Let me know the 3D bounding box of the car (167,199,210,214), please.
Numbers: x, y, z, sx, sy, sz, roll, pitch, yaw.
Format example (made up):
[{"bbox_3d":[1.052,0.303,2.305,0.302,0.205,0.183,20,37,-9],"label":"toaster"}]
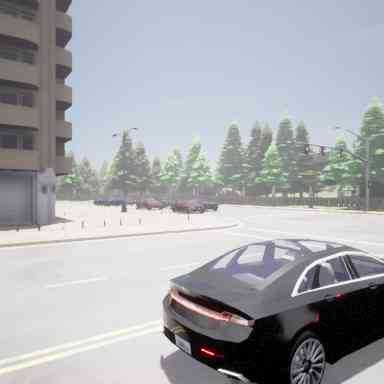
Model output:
[{"bbox_3d":[-0.405,1.508,34.929,1.994,1.385,4.181,0,0,-35],"label":"car"}]

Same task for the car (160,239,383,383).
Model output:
[{"bbox_3d":[1.880,1.492,5.129,4.902,1.511,2.128,0,0,-35],"label":"car"}]

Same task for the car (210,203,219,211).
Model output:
[{"bbox_3d":[1.063,1.545,38.971,1.895,1.301,4.718,0,0,-35],"label":"car"}]

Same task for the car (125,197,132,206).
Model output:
[{"bbox_3d":[-11.167,1.470,54.263,4.674,1.442,1.812,0,0,41],"label":"car"}]

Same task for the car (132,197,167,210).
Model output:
[{"bbox_3d":[-5.444,1.470,42.091,1.812,1.442,4.674,0,0,-36],"label":"car"}]

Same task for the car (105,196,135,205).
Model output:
[{"bbox_3d":[-13.164,1.492,60.587,5.357,1.411,2.033,0,0,33],"label":"car"}]

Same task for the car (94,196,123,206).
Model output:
[{"bbox_3d":[-13.131,1.545,51.489,4.718,1.301,1.895,0,0,40],"label":"car"}]
